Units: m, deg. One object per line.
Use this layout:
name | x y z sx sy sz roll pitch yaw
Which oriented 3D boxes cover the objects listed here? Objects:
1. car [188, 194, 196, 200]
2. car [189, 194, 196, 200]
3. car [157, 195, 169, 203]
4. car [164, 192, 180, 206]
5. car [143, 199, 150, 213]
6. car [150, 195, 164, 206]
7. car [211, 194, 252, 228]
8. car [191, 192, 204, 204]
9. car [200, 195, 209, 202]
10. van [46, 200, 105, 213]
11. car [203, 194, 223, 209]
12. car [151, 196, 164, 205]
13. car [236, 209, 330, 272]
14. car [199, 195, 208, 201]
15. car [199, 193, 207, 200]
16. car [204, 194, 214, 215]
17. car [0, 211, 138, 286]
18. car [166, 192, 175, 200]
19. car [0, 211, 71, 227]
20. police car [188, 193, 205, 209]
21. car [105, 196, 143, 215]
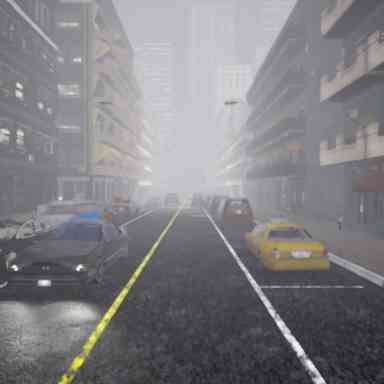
car | 0.027 1.243 78.832 1.895 1.301 4.718 0 0 0
car | 0.031 1.250 89.870 1.812 1.442 4.674 0 0 0
car | -5.677 1.356 66.351 2.008 1.369 4.403 -1 0 0
car | -3.048 1.068 51.884 2.150 2.045 5.566 0 0 0
car | -5.696 1.453 32.739 2.008 1.369 4.403 -1 0 0
car | -5.683 1.435 49.544 1.802 1.307 4.206 -1 0 0
car | 2.684 1.250 21.502 2.192 1.841 5.009 -1 0 0
car | 0.921 1.049 59.572 2.150 2.045 5.566 0 0 0
car | 2.705 1.313 72.091 1.752 1.417 4.829 -1 0 0
van | -5.664 1.293 15.932 1.690 1.788 3.998 -1 0 0
car | 2.692 1.184 43.910 2.192 1.841 5.009 -1 0 0
car | -5.681 1.419 55.147 1.802 1.307 4.206 -1 0 0
car | 2.683 1.494 10.469 1.752 1.417 4.829 -1 0 0
car | 2.707 1.338 77.523 1.947 1.339 4.313 -1 0 0
car | 2.707 1.196 83.125 1.967 1.590 4.097 -1 0 0
car | 2.688 1.217 32.706 2.192 1.841 5.009 -1 0 0
car | -3.097 1.518 9.644 2.033 1.411 5.357 0 0 0
car | -5.672 1.056 88.758 2.192 1.841 5.009 -1 0 0
car | -5.664 1.520 10.330 2.008 1.369 4.403 -1 0 0
police car | 0.812 1.296 43.658 1.930 1.638 5.238 0 0 1
car | -5.684 1.234 27.135 2.192 1.841 5.009 -1 0 0
